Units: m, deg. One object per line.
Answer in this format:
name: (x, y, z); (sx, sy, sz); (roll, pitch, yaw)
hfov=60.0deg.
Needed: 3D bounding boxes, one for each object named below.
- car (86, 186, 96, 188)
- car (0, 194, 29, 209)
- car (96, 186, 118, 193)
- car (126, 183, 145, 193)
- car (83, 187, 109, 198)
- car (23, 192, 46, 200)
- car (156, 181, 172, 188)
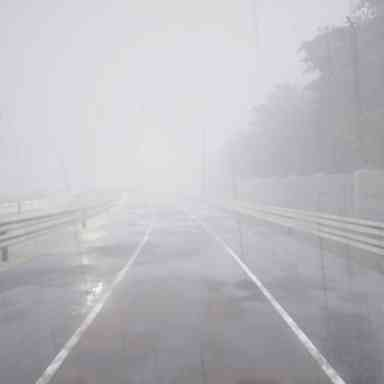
car: (-20.751, -0.583, 70.054); (2.097, 1.767, 4.553); (0, 3, 13)
car: (-20.924, 1.365, 37.403); (1.994, 1.385, 4.181); (0, 3, 13)
car: (-17.327, -0.380, 69.328); (2.033, 1.411, 5.357); (0, 3, 13)
car: (-12.813, -0.638, 73.446); (2.128, 1.511, 4.902); (0, 3, 13)
car: (-16.537, 0.326, 56.899); (1.895, 1.301, 4.718); (0, 3, 13)
car: (-24.901, 0.659, 51.617); (1.895, 1.301, 4.718); (0, 3, 13)
car: (-7.987, -1.814, 94.897); (1.837, 1.490, 4.892); (0, 3, 13)
